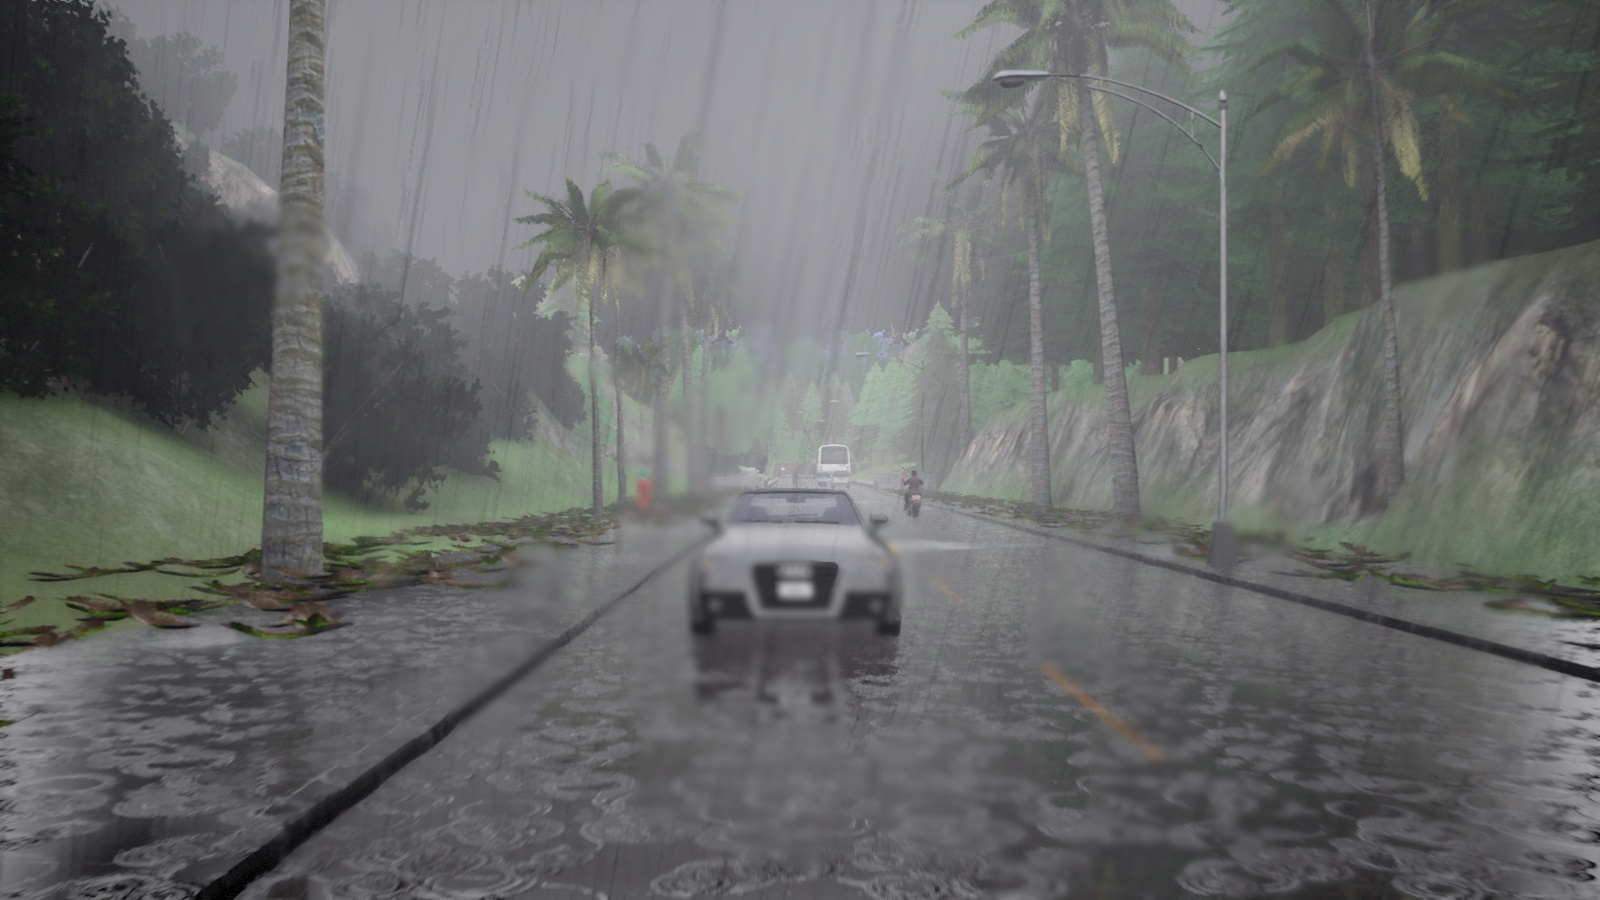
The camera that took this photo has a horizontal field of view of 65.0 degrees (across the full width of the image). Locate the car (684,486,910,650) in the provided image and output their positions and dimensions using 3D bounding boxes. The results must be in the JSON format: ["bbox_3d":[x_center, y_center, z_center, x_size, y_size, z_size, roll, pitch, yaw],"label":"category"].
[{"bbox_3d":[-0.038,1.099,13.181,1.994,1.385,4.181,0,-1,0],"label":"car"}]

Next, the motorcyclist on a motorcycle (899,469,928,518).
[{"bbox_3d":[3.865,1.467,42.832,0.766,1.649,2.350,0,-1,0],"label":"motorcyclist on a motorcycle"}]

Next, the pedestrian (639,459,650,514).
[{"bbox_3d":[-5.295,1.235,42.808,0.345,1.836,0.594,0,-1,-7],"label":"pedestrian"}]
